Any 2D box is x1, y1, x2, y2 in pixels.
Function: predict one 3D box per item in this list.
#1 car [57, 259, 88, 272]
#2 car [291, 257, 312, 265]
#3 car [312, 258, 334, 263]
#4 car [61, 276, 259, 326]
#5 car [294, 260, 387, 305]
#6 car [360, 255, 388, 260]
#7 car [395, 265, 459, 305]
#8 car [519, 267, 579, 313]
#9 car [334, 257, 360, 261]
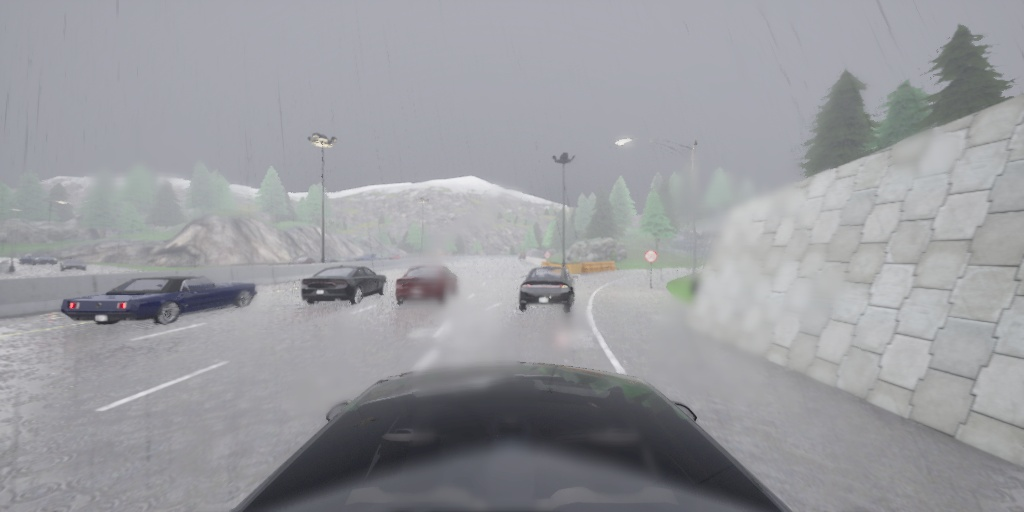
[{"bbox_3d":[-49.492,0.992,40.537,5.357,1.411,2.033,1,1,39],"label":"car"},{"bbox_3d":[-31.824,0.908,55.089,1.812,1.442,4.674,0,0,0],"label":"car"},{"bbox_3d":[-28.332,0.949,55.259,1.994,1.385,4.181,0,0,0],"label":"car"},{"bbox_3d":[-10.460,1.278,11.347,1.895,1.301,4.718,0,0,0],"label":"car"},{"bbox_3d":[-6.982,1.134,15.500,1.882,1.535,5.008,0,1,0],"label":"car"},{"bbox_3d":[-21.341,0.956,55.619,1.994,1.385,4.181,0,0,0],"label":"car"},{"bbox_3d":[-3.482,1.139,15.517,1.882,1.535,5.008,0,1,0],"label":"car"},{"bbox_3d":[1.486,1.170,13.807,2.128,1.511,4.902,0,0,11],"label":"car"},{"bbox_3d":[-24.829,0.937,55.414,2.033,1.411,5.357,0,0,0],"label":"car"}]
